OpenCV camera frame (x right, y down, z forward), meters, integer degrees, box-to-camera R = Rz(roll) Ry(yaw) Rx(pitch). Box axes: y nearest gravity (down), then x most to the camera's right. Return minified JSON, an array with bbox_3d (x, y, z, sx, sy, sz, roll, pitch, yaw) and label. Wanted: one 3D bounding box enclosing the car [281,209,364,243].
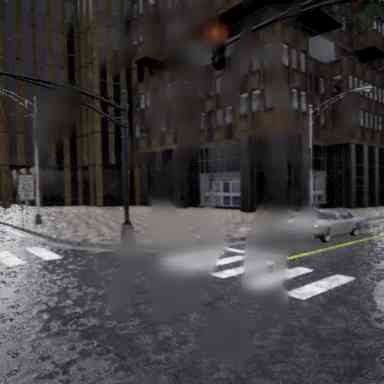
[{"bbox_3d":[6.246,1.483,15.697,4.718,1.301,1.895,-1,0,-42],"label":"car"}]
